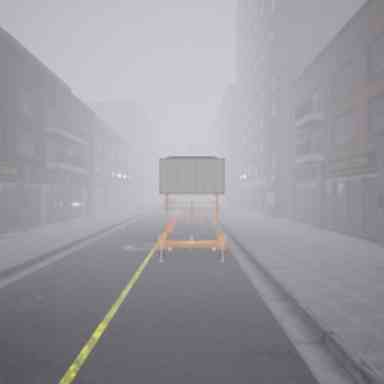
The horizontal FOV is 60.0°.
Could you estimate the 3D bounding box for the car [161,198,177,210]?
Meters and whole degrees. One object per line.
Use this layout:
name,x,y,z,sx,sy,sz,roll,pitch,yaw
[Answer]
car,-3.105,1.609,46.019,1.837,1.490,4.892,0,0,0

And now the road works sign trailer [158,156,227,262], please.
road works sign trailer,0.002,0.487,12.215,2.380,3.560,2.880,0,0,0
